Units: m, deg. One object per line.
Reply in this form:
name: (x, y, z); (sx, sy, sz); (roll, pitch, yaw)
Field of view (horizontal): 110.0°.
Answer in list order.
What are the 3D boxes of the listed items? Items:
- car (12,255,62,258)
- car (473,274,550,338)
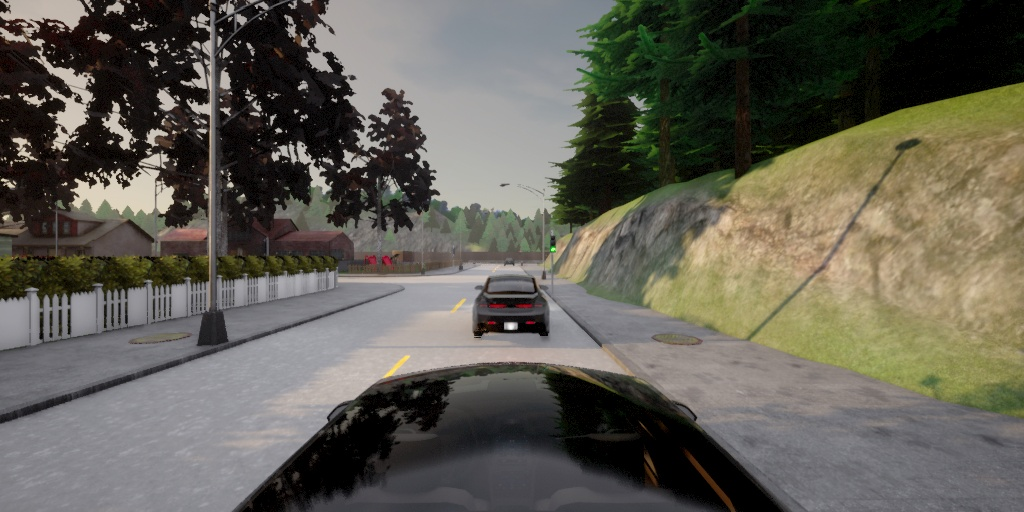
car: (-36.336, 0.970, 27.873); (5.566, 2.045, 2.150); (0, 0, -1)
car: (-0.017, 1.256, 10.189); (1.837, 1.490, 4.892); (0, 0, 0)
